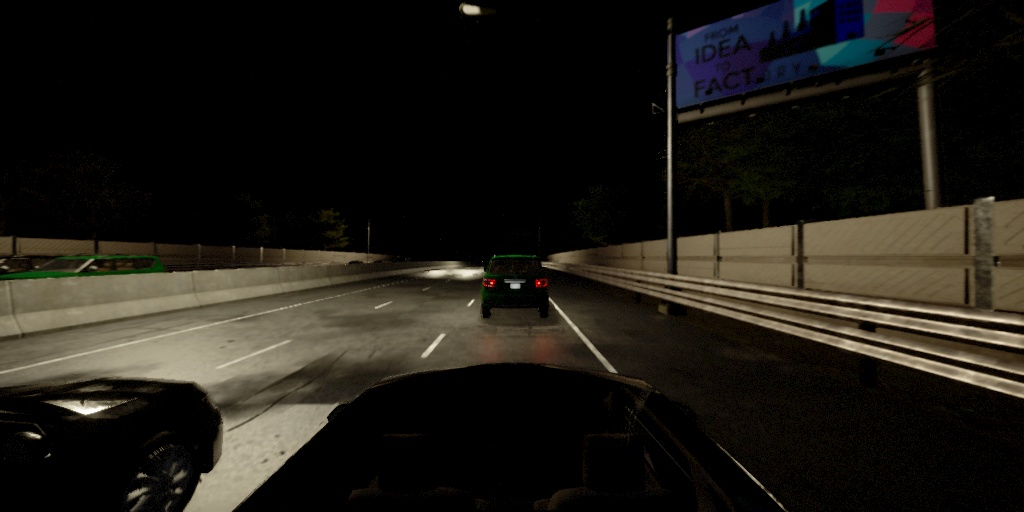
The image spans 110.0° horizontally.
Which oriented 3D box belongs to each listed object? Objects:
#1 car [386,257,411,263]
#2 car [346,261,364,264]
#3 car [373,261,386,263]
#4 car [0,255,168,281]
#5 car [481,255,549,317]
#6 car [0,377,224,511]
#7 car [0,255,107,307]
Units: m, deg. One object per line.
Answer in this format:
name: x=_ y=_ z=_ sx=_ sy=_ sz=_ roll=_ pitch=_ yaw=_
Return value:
car: x=-17.547 y=1.249 z=56.746 sx=2.150 sy=2.045 sz=5.566 roll=0 pitch=0 yaw=1
car: x=-24.551 y=1.527 z=56.049 sx=1.837 sy=1.490 sz=4.892 roll=0 pitch=-1 yaw=1
car: x=-21.047 y=1.533 z=56.715 sx=1.837 sy=1.490 sz=4.892 roll=0 pitch=0 yaw=1
car: x=-17.602 y=0.979 z=14.930 sx=2.150 sy=2.045 sz=5.566 roll=0 pitch=0 yaw=0
car: x=0.098 y=0.977 z=13.278 sx=2.150 sy=2.045 sz=5.566 roll=0 pitch=0 yaw=0
car: x=-3.400 y=1.255 z=1.079 sx=1.837 sy=1.490 sz=4.892 roll=0 pitch=0 yaw=0
car: x=-21.102 y=0.979 z=14.925 sx=2.150 sy=2.045 sz=5.566 roll=0 pitch=0 yaw=0
